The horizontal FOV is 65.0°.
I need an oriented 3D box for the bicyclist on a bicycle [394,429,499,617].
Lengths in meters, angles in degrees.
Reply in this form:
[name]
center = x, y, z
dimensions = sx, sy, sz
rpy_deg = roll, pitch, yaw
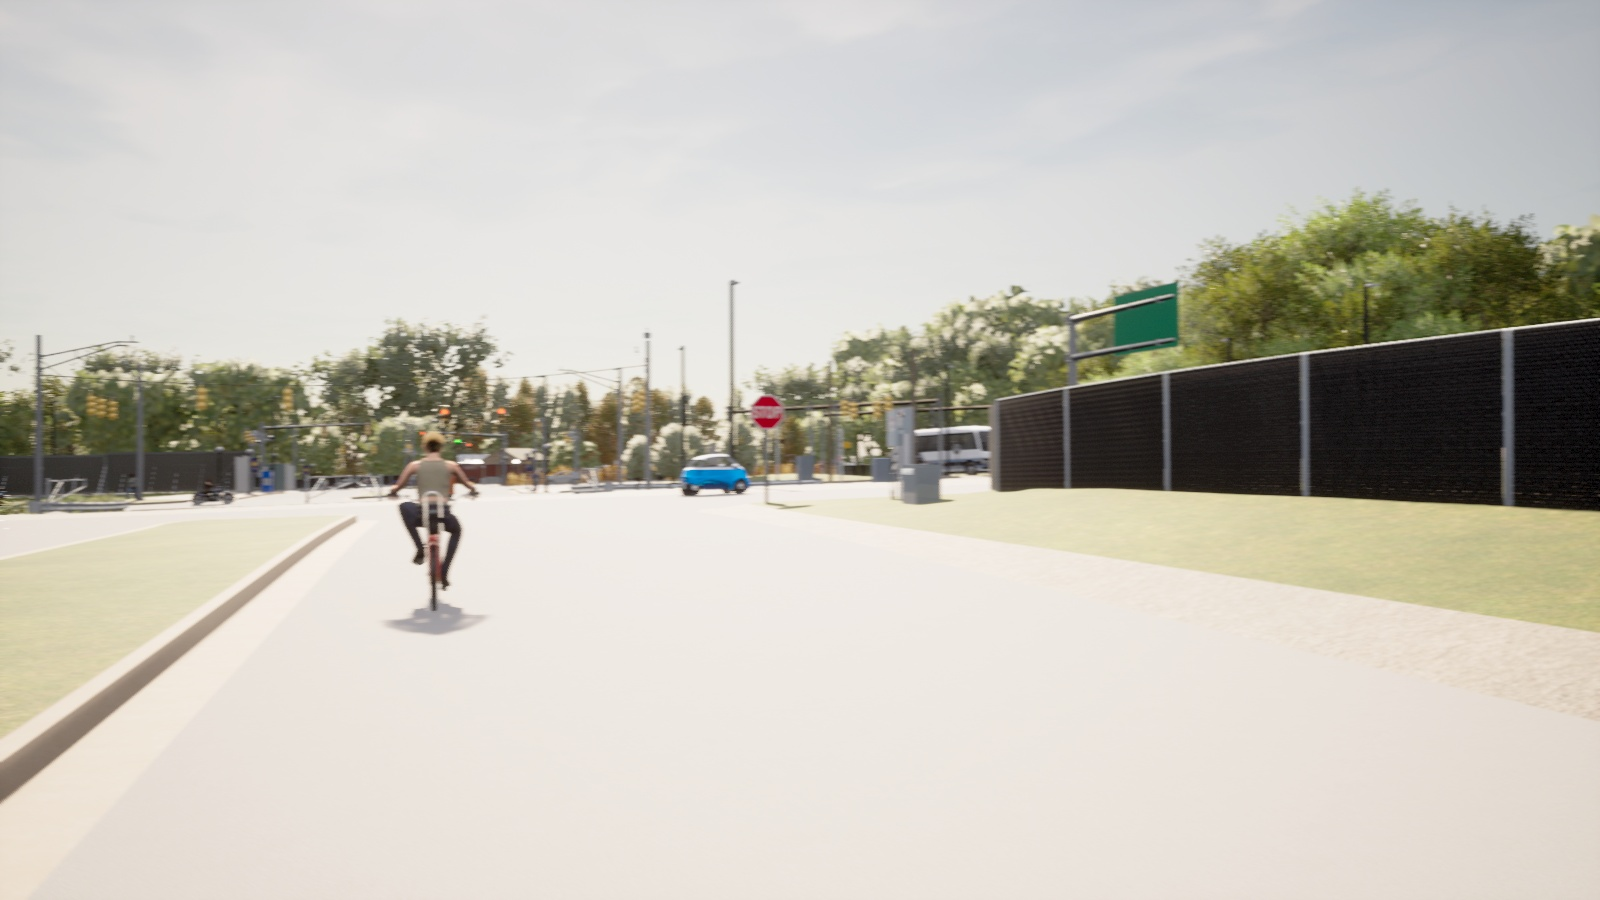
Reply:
[bicyclist on a bicycle]
center = -3.267, 0.624, 11.646
dimensions = 0.866, 1.612, 1.509
rpy_deg = 0, 0, -15

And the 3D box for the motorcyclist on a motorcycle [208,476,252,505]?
[motorcyclist on a motorcycle]
center = -33.849, 2.388, 74.597
dimensions = 2.350, 1.649, 0.766
rpy_deg = -1, 0, -25

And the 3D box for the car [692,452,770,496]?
[car]
center = -2.333, 0.798, 42.103
dimensions = 2.207, 1.376, 1.481
rpy_deg = -2, 0, -22

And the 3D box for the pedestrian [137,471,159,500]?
[pedestrian]
center = -42.426, 2.294, 81.752
dimensions = 0.874, 1.855, 0.900
rpy_deg = 0, -1, 17
